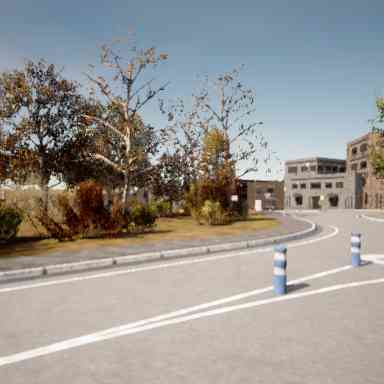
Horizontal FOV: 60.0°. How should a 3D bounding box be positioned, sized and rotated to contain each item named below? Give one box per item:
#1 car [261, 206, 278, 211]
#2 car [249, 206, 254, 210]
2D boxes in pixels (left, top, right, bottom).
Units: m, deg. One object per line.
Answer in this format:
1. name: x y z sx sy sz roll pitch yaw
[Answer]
1. car: 18.073 3.941 77.842 2.002 1.452 4.674 3 -5 -29
2. car: 15.415 4.276 82.641 2.163 1.488 4.792 1 -4 -29
